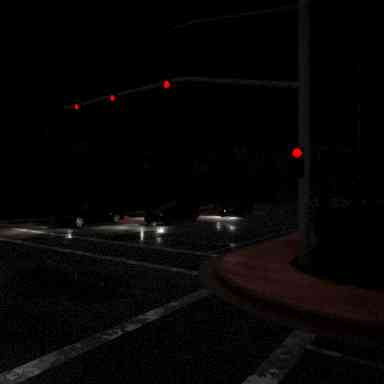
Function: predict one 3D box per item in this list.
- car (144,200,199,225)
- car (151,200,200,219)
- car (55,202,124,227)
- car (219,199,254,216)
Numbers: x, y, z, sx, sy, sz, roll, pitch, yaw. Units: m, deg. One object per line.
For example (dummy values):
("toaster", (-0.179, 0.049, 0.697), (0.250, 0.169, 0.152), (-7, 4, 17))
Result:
("car", (-1.415, 1.484, 24.642), (1.882, 1.535, 5.008), (0, 0, 36))
("car", (-1.399, 1.512, 30.666), (1.837, 1.490, 4.892), (0, 0, 36))
("car", (-6.931, 1.485, 22.951), (1.882, 1.535, 5.008), (0, 0, 36))
("car", (4.446, 1.511, 32.780), (1.837, 1.490, 4.892), (0, 0, 36))
